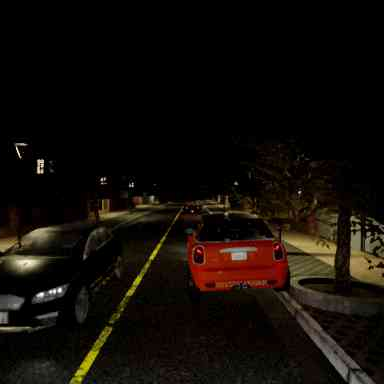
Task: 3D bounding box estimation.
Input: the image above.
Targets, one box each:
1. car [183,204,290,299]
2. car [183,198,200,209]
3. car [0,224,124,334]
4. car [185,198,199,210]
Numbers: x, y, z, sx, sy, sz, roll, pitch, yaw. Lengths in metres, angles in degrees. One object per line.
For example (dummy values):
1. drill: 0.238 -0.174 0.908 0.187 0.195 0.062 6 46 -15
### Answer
1. car: 0.918 1.312 8.631 2.097 1.767 4.553 -3 -1 0
2. car: 0.060 1.663 35.845 1.895 1.301 4.718 0 0 0
3. car: -2.753 1.500 7.109 2.128 1.511 4.902 0 0 0
4. car: 0.039 1.615 45.547 1.812 1.442 4.674 0 0 1
